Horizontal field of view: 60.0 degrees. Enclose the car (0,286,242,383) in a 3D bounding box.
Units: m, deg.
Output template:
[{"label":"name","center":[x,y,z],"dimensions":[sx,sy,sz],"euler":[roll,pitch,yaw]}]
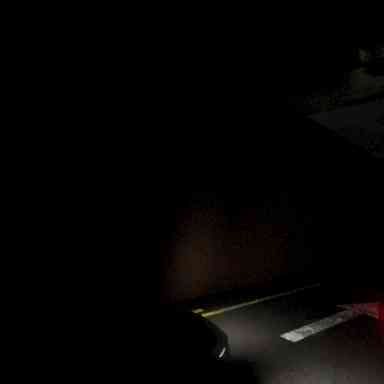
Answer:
[{"label":"car","center":[-1.724,1.526,2.580],"dimensions":[4.674,1.442,1.812],"euler":[0,0,-35]}]
